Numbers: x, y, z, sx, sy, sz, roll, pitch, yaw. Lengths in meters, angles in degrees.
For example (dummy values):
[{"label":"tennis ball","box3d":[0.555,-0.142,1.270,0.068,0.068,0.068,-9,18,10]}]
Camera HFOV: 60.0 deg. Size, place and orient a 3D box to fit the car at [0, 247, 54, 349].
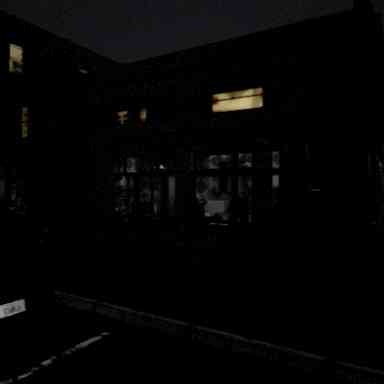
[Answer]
[{"label":"car","box3d":[-4.061,1.516,5.334,4.313,1.339,1.947,0,1,31]}]
